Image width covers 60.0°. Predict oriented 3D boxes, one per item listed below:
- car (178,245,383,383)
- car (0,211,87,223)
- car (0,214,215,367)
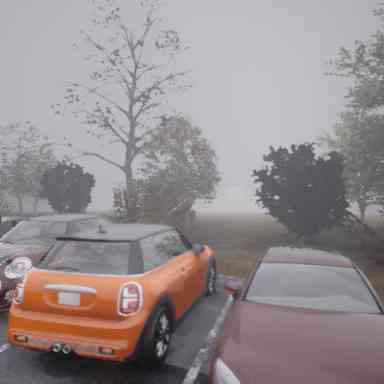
[{"bbox_3d":[1.498,1.526,4.437,2.002,1.452,4.674,1,-1,16],"label":"car"},{"bbox_3d":[-3.337,1.362,7.927,2.185,1.767,4.553,1,-1,16],"label":"car"},{"bbox_3d":[-0.940,1.360,6.138,2.185,1.767,4.553,0,-1,16],"label":"car"}]
